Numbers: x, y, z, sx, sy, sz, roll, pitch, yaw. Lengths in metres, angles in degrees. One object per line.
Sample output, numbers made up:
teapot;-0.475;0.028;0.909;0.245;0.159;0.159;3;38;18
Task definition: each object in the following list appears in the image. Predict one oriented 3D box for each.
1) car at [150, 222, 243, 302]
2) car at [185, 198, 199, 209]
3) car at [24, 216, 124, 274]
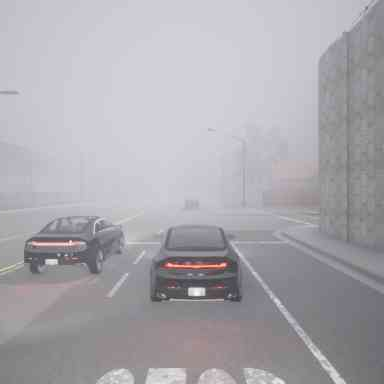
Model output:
car;0.078;1.505;8.265;1.837;1.490;4.892;0;0;0
car;-0.022;1.492;44.231;2.128;1.511;4.902;0;0;0
car;-3.429;1.492;10.533;2.128;1.511;4.902;0;0;0
